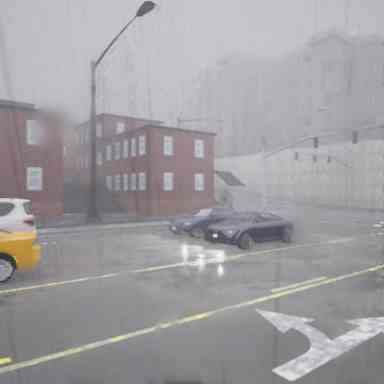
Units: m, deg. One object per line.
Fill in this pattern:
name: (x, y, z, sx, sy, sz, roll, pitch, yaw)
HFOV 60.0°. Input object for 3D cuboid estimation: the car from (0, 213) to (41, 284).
car: (-6.397, 1.479, 8.023, 5.008, 1.535, 1.882, 0, 0, -35)

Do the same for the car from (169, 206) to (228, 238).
car: (1.016, 1.504, 17.575, 4.674, 1.442, 1.812, 0, 0, -35)

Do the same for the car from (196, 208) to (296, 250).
car: (2.552, 1.544, 14.380, 4.181, 1.385, 1.994, 0, 0, -35)

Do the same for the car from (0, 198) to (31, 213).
car: (-8.191, 1.225, 11.044, 5.566, 2.045, 2.150, 0, 0, -35)
